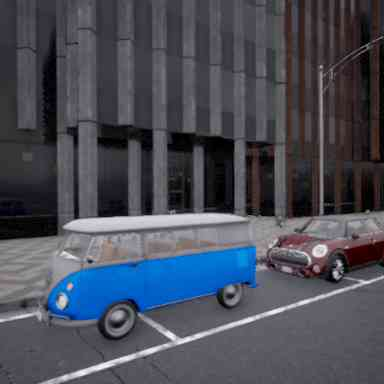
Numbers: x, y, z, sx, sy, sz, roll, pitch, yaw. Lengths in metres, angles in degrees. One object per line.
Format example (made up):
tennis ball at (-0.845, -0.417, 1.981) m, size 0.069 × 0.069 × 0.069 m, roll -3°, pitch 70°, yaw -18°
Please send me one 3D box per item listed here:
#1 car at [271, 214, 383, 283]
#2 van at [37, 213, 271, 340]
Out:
car at (4.002, 1.410, 9.504) m, size 4.097 × 1.590 × 1.967 m, roll 0°, pitch 0°, yaw -35°
van at (-0.588, 1.330, 6.232) m, size 3.998 × 1.788 × 1.690 m, roll 0°, pitch 0°, yaw -35°
